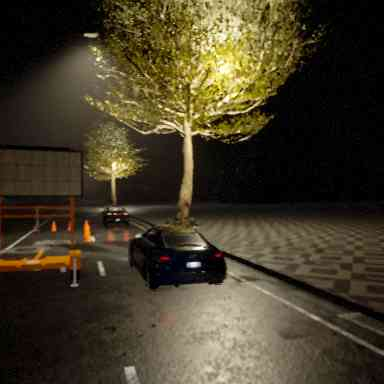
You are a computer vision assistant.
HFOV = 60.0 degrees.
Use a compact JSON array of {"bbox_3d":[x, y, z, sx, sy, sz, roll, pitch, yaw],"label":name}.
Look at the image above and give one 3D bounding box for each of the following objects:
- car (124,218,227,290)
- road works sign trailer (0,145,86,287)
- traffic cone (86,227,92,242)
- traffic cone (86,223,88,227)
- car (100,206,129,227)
[{"bbox_3d":[-0.598,1.660,9.543,1.994,1.385,4.181,0,-1,-18],"label":"car"},{"bbox_3d":[-4.280,0.544,9.228,2.380,3.560,2.880,0,-1,-18],"label":"road works sign trailer"},{"bbox_3d":[-5.090,2.128,16.324,0.340,0.580,0.340,0,-1,-18],"label":"traffic cone"},{"bbox_3d":[-5.722,2.152,18.222,0.340,0.580,0.340,0,-1,-18],"label":"traffic cone"},{"bbox_3d":[-6.003,1.801,25.750,2.128,1.511,4.902,0,-1,-18],"label":"car"}]
